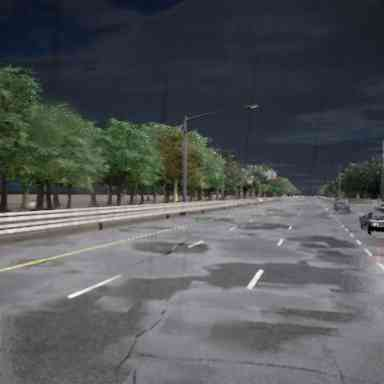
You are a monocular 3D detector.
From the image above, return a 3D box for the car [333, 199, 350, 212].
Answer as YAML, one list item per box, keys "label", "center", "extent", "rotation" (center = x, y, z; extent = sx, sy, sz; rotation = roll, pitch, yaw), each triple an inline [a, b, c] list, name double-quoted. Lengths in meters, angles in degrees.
- label: "car"
  center: [21.449, 1.984, 47.679]
  extent: [2.128, 1.511, 4.902]
  rotation: [0, 0, 21]

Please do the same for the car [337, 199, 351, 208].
- label: "car"
  center: [28.639, 2.147, 62.717]
  extent: [1.882, 1.535, 5.008]
  rotation: [0, -1, 31]

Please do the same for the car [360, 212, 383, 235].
- label: "car"
  center: [11.390, 1.831, 20.117]
  extent: [1.895, 1.301, 4.718]
  rotation: [0, 0, 20]
